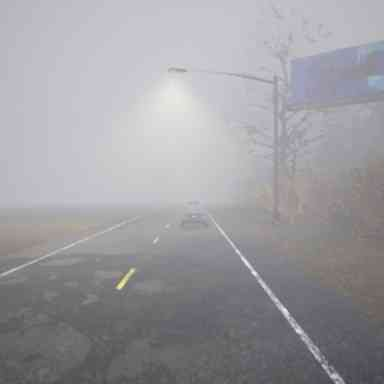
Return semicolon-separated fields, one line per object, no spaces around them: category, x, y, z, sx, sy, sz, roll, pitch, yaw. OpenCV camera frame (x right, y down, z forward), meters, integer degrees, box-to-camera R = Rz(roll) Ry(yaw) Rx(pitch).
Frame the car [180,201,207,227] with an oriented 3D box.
car;0.135;1.657;24.007;2.033;1.411;5.357;0;0;0
